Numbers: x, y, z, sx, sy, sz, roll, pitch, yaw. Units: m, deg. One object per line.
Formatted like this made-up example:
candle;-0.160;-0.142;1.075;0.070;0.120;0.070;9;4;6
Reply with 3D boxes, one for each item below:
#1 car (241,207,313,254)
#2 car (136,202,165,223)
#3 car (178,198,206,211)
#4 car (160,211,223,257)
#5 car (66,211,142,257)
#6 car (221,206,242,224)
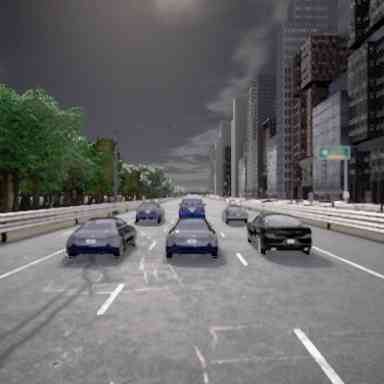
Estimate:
car;3.529;1.618;14.248;1.882;1.535;5.008;0;0;1
car;-3.478;1.643;28.427;2.097;1.767;4.553;0;-1;0
car;0.011;1.508;27.603;2.150;2.045;5.566;0;0;0
car;0.020;1.698;13.523;1.994;1.385;4.181;0;-1;1
car;-3.478;1.698;13.494;1.994;1.385;4.181;0;0;0
car;3.510;1.830;27.528;2.033;1.411;5.357;0;-1;0
